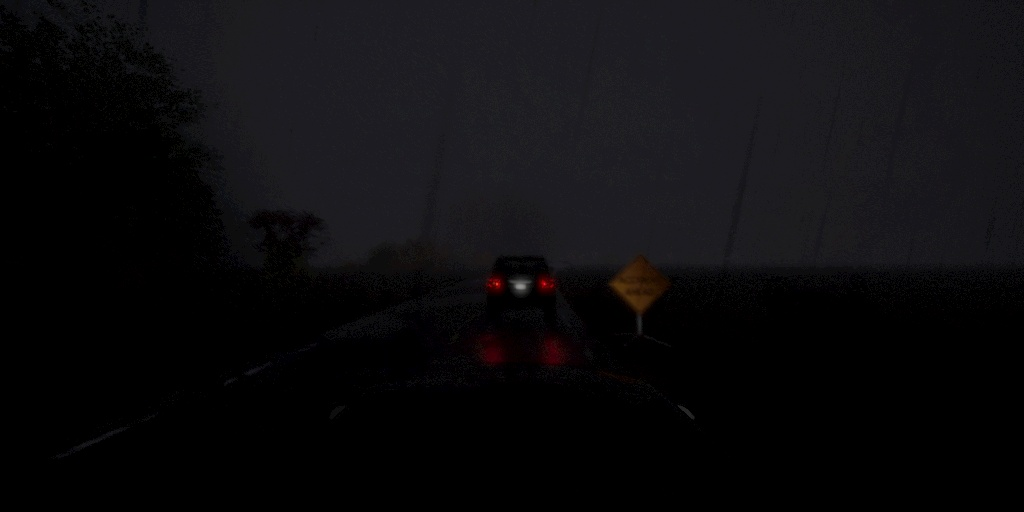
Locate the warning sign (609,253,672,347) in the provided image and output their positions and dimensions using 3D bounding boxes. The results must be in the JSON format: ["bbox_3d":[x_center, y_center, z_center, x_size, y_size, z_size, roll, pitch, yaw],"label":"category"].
[{"bbox_3d":[2.718,0.876,7.619,1.300,1.860,1.060,0,0,1],"label":"warning sign"}]

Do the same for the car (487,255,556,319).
[{"bbox_3d":[0.375,0.983,13.043,2.150,2.045,5.566,0,0,3],"label":"car"}]
